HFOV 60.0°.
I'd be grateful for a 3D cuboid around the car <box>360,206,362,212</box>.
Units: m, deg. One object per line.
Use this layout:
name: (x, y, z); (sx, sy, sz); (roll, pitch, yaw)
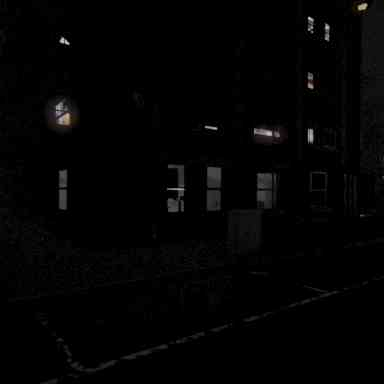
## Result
car: (13.193, 1.256, 31.801); (2.033, 1.411, 5.357); (0, 1, -37)
